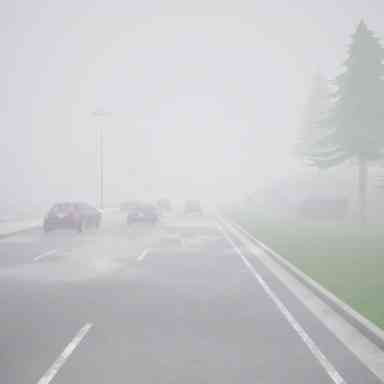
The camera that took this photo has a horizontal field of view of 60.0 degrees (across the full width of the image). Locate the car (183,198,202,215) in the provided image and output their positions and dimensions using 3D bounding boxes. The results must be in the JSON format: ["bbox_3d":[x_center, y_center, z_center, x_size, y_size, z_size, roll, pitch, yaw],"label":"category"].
[{"bbox_3d":[0.095,1.547,34.267,2.033,1.411,5.357,0,0,0],"label":"car"}]

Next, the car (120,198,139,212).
[{"bbox_3d":[-6.898,1.478,38.204,1.882,1.535,5.008,0,0,0],"label":"car"}]

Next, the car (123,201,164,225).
[{"bbox_3d":[-3.400,1.563,24.177,1.994,1.385,4.181,0,0,0],"label":"car"}]

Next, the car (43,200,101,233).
[{"bbox_3d":[-6.900,1.352,19.701,2.097,1.767,4.553,0,0,0],"label":"car"}]

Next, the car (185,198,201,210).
[{"bbox_3d":[0.135,1.547,44.351,2.033,1.411,5.357,0,0,1],"label":"car"}]

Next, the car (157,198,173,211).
[{"bbox_3d":[-3.396,1.504,40.130,1.837,1.490,4.892,0,0,0],"label":"car"}]
